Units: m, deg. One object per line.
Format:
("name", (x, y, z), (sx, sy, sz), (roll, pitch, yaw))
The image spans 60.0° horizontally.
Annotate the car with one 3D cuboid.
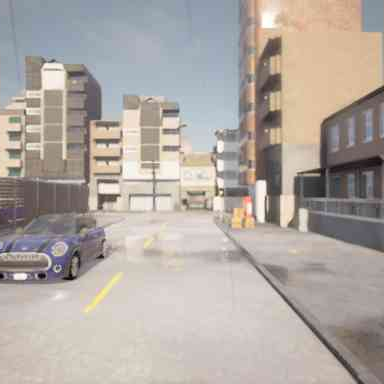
("car", (-4.120, 1.470, 10.239), (2.097, 1.767, 4.553), (0, -1, 0))
